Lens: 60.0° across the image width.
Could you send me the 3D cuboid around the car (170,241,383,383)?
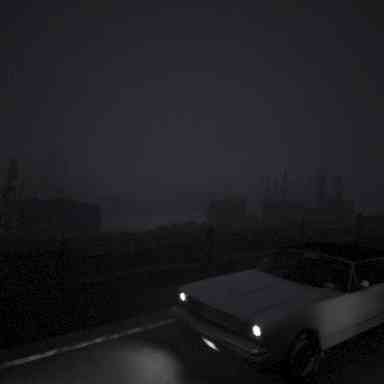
[{"bbox_3d":[2.032,1.577,5.430,4.718,1.301,1.895,0,0,-35],"label":"car"}]
